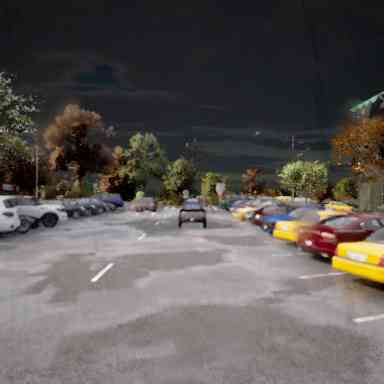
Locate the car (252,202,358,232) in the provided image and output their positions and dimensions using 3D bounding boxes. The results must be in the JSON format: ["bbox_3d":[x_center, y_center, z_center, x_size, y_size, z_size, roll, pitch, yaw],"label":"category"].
[{"bbox_3d":[5.993,1.488,17.266,5.008,1.535,2.097,1,0,-20],"label":"car"}]

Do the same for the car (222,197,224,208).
[{"bbox_3d":[5.993,1.530,35.010,4.674,1.452,2.002,1,0,-20],"label":"car"}]

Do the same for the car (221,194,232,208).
[{"bbox_3d":[6.019,1.239,37.986,5.566,2.045,2.435,1,0,-20],"label":"car"}]

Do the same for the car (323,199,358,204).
[{"bbox_3d":[22.454,2.300,50.734,1.946,1.575,5.366,2,1,-21],"label":"car"}]

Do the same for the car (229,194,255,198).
[{"bbox_3d":[6.027,1.364,29.102,4.553,1.767,2.185,1,0,-20],"label":"car"}]

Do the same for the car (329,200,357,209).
[{"bbox_3d":[31.398,2.620,69.326,1.946,1.575,5.366,2,-1,-21],"label":"car"}]

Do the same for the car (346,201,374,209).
[{"bbox_3d":[34.873,2.755,69.175,2.163,1.488,4.792,2,-1,-21],"label":"car"}]

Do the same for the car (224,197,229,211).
[{"bbox_3d":[5.999,1.490,32.052,4.892,1.521,2.231,1,0,-20],"label":"car"}]

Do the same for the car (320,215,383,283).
[{"bbox_3d":[6.168,1.487,8.452,5.366,1.575,1.946,1,0,-20],"label":"car"}]

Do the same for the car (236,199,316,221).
[{"bbox_3d":[5.997,1.490,23.181,4.892,1.521,2.231,1,0,-20],"label":"car"}]

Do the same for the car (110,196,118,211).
[{"bbox_3d":[-10.961,1.490,36.386,4.892,1.521,2.231,-1,0,-20],"label":"car"}]

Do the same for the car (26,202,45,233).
[{"bbox_3d":[-10.921,1.517,18.264,4.792,1.488,2.163,-1,0,-20],"label":"car"}]

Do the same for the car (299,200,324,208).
[{"bbox_3d":[24.685,2.416,69.072,2.231,1.521,4.892,2,-1,-21],"label":"car"}]

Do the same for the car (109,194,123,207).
[{"bbox_3d":[-10.980,1.238,39.390,5.566,2.045,2.435,-1,0,-20],"label":"car"}]

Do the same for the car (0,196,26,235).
[{"bbox_3d":[-10.982,1.237,15.220,5.566,2.045,2.435,-1,0,-20],"label":"car"}]

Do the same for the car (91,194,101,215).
[{"bbox_3d":[-10.986,1.363,30.333,4.553,1.767,2.185,-1,0,-20],"label":"car"}]

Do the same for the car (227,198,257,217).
[{"bbox_3d":[5.825,1.484,26.064,5.366,1.575,1.946,1,0,-20],"label":"car"}]

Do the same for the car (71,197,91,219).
[{"bbox_3d":[-10.979,1.363,27.306,4.553,1.767,2.185,-1,0,-20],"label":"car"}]

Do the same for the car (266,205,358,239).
[{"bbox_3d":[6.167,1.488,14.370,5.366,1.575,1.946,1,0,-20],"label":"car"}]

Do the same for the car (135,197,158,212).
[{"bbox_3d":[-5.058,1.354,37.758,2.097,1.767,4.553,0,0,1],"label":"car"}]

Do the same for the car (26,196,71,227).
[{"bbox_3d":[-10.928,1.236,21.287,5.566,2.045,2.435,-1,0,-20],"label":"car"}]

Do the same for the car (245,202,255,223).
[{"bbox_3d":[6.020,1.518,20.232,4.792,1.488,2.163,1,0,-20],"label":"car"}]

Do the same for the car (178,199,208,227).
[{"bbox_3d":[0.071,1.494,22.875,2.128,1.511,4.902,0,0,1],"label":"car"}]

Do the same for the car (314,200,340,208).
[{"bbox_3d":[28.078,2.520,69.105,2.231,1.521,4.892,2,-1,-21],"label":"car"}]

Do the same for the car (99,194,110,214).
[{"bbox_3d":[-10.926,1.363,33.371,4.553,1.767,2.185,-1,0,-20],"label":"car"}]

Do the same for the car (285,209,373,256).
[{"bbox_3d":[5.997,1.488,11.336,5.008,1.535,2.097,1,0,-20],"label":"car"}]
